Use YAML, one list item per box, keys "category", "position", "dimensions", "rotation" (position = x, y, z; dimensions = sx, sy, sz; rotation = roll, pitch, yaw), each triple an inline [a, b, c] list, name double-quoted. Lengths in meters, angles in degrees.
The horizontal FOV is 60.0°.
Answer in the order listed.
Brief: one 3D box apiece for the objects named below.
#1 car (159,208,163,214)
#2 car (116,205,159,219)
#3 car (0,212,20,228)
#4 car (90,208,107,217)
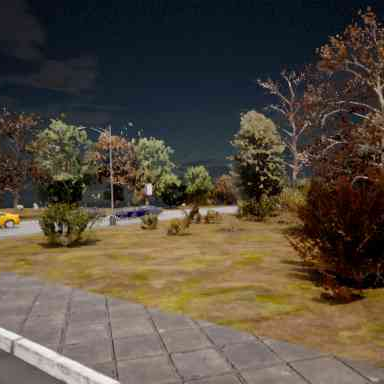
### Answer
- category: "car"
  position: [-6.083, 2.510, 44.875]
  dimensions: [2.033, 1.411, 5.357]
  rotation: [-3, -2, 32]
- category: "car"
  position: [-6.300, 2.358, 37.574]
  dimensions: [1.895, 1.301, 4.718]
  rotation: [-3, -2, 32]
- category: "car"
  position: [-17.053, 2.368, 27.665]
  dimensions: [1.882, 1.535, 5.008]
  rotation: [-3, -2, 33]
- category: "car"
  position: [-11.724, 2.459, 35.903]
  dimensions: [2.033, 1.411, 5.357]
  rotation: [-3, -2, 32]
